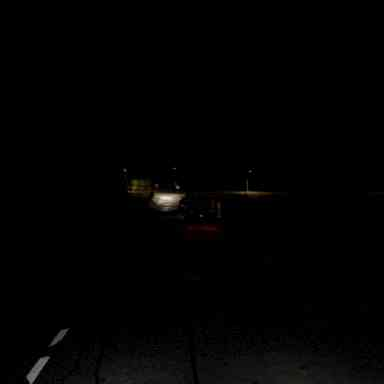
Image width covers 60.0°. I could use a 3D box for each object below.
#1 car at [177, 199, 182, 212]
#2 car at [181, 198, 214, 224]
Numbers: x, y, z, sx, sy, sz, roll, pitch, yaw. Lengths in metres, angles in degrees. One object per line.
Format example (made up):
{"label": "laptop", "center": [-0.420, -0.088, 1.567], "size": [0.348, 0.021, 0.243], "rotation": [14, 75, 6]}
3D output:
{"label": "car", "center": [-0.630, 1.405, 36.968], "size": [2.033, 1.411, 5.357], "rotation": [2, 1, -5]}
{"label": "car", "center": [0.450, 1.447, 25.047], "size": [1.882, 1.535, 5.008], "rotation": [2, 0, -5]}
